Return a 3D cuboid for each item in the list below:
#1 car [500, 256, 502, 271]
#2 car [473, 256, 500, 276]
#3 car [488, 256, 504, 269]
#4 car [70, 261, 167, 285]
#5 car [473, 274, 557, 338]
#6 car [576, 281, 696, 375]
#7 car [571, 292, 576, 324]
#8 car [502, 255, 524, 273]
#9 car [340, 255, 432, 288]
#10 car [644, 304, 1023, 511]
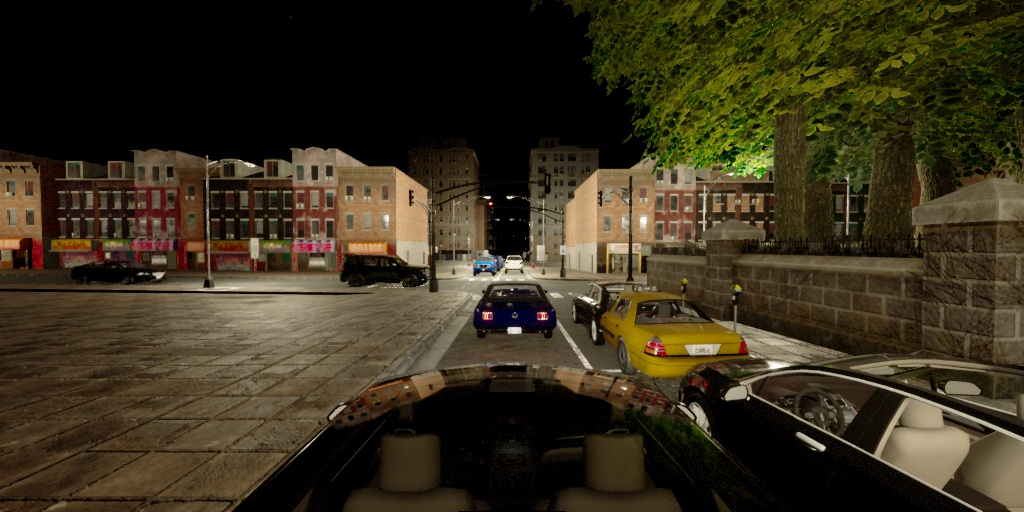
[{"bbox_3d":[-2.652,0.993,47.895,2.150,2.045,5.566,0,0,1],"label":"car"},{"bbox_3d":[-2.749,0.981,37.284,2.150,2.045,5.566,0,0,0],"label":"car"},{"bbox_3d":[-2.561,1.005,58.569,2.150,2.045,5.566,0,0,1],"label":"car"},{"bbox_3d":[-24.880,1.052,22.791,4.902,1.511,2.128,1,1,0],"label":"car"},{"bbox_3d":[0.075,1.349,10.109,1.895,1.301,4.718,0,0,0],"label":"car"},{"bbox_3d":[2.686,1.274,7.330,1.751,1.417,4.829,0,0,0],"label":"car"},{"bbox_3d":[2.661,1.299,9.304,2.007,1.370,4.403,0,0,0],"label":"car"},{"bbox_3d":[0.266,0.989,44.845,2.150,2.045,5.566,0,0,0],"label":"car"},{"bbox_3d":[-7.939,0.961,22.747,5.566,2.045,2.150,0,1,0],"label":"car"},{"bbox_3d":[2.637,1.300,2.169,2.007,1.370,4.403,0,0,0],"label":"car"}]
